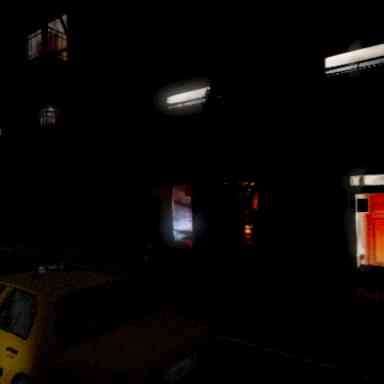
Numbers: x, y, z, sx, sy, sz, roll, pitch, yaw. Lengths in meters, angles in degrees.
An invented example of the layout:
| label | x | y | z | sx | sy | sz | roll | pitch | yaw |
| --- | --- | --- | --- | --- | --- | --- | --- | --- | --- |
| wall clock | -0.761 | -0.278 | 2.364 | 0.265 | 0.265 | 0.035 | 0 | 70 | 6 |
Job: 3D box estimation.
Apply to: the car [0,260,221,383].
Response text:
| label | x | y | z | sx | sy | sz | roll | pitch | yaw |
| --- | --- | --- | --- | --- | --- | --- | --- | --- | --- |
| car | -1.980 | 1.576 | 4.309 | 4.829 | 1.417 | 1.752 | -1 | -1 | 36 |
